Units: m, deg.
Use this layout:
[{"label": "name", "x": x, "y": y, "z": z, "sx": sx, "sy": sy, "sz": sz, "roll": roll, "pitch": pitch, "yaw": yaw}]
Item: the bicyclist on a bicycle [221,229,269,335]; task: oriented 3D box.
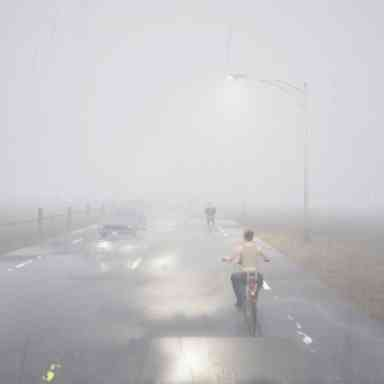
[{"label": "bicyclist on a bicycle", "x": 0.952, "y": 1.432, "z": 5.739, "sx": 0.866, "sy": 1.612, "sz": 1.509, "roll": 0, "pitch": 0, "yaw": 0}]

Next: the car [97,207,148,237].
[{"label": "car", "x": -3.594, "y": 1.552, "z": 18.208, "sx": 2.033, "sy": 1.411, "sz": 5.357, "roll": 0, "pitch": 0, "yaw": 0}]

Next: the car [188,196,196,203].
[{"label": "car", "x": 0.025, "y": 1.764, "z": 77.074, "sx": 1.837, "sy": 1.490, "sz": 4.892, "roll": 0, "pitch": 0, "yaw": 0}]

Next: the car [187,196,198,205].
[{"label": "car", "x": 0.072, "y": 1.659, "z": 61.410, "sx": 2.128, "sy": 1.511, "sz": 4.902, "roll": 0, "pitch": -1, "yaw": 1}]

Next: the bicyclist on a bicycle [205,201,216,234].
[{"label": "bicyclist on a bicycle", "x": 0.969, "y": 1.374, "z": 17.652, "sx": 0.659, "sy": 1.776, "sz": 1.843, "roll": 0, "pitch": 0, "yaw": 0}]
